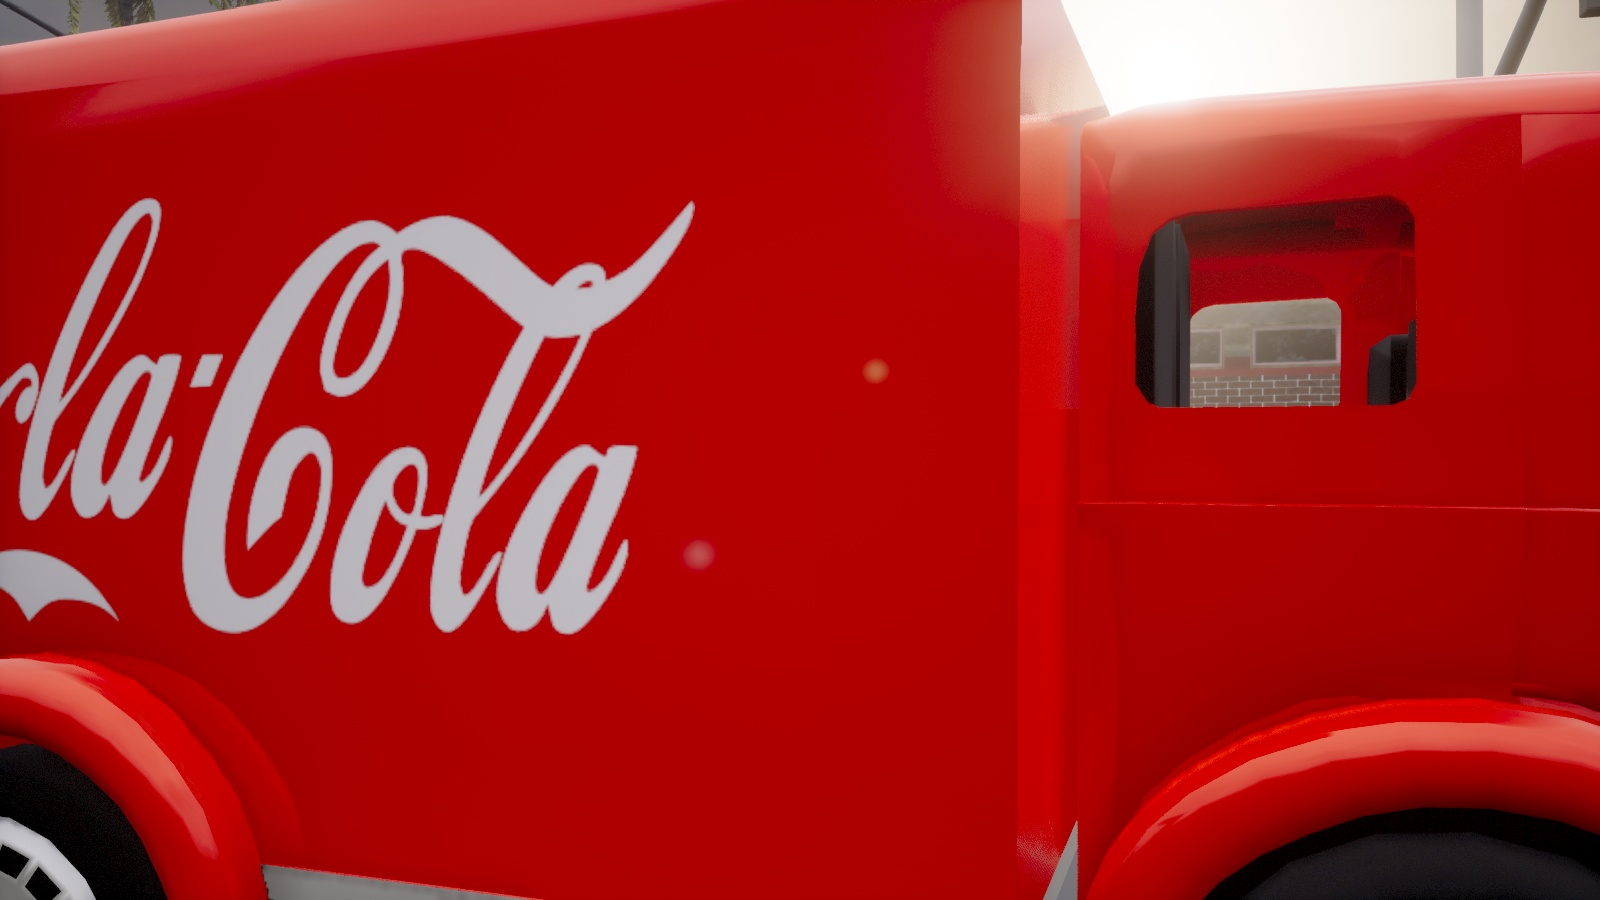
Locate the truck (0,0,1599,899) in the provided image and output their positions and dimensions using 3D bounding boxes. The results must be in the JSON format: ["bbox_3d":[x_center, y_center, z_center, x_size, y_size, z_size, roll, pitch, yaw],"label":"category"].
[{"bbox_3d":[-0.068,0.283,3.233,5.204,2.467,2.627,1,1,20],"label":"truck"}]
